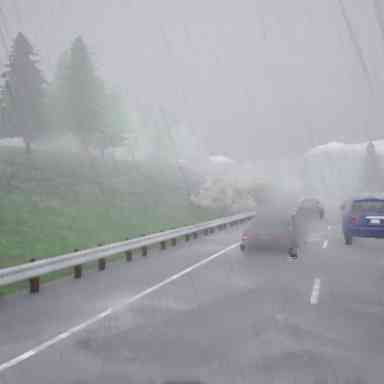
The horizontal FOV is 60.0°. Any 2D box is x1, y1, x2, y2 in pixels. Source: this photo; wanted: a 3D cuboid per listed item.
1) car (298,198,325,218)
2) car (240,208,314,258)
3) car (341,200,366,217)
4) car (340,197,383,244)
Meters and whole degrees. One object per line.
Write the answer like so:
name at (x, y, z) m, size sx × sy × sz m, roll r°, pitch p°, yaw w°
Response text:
car at (10.832, 1.358, 30.075) m, size 2.097 × 1.767 × 4.553 m, roll 0°, pitch 0°, yaw 24°
car at (3.339, 1.553, 12.874) m, size 2.033 × 1.411 × 5.357 m, roll 0°, pitch 0°, yaw 24°
car at (15.681, 1.546, 32.481) m, size 2.033 × 1.411 × 5.357 m, roll 0°, pitch 0°, yaw 24°
car at (8.221, 1.223, 15.421) m, size 2.150 × 2.045 × 5.566 m, roll 0°, pitch 0°, yaw 24°
